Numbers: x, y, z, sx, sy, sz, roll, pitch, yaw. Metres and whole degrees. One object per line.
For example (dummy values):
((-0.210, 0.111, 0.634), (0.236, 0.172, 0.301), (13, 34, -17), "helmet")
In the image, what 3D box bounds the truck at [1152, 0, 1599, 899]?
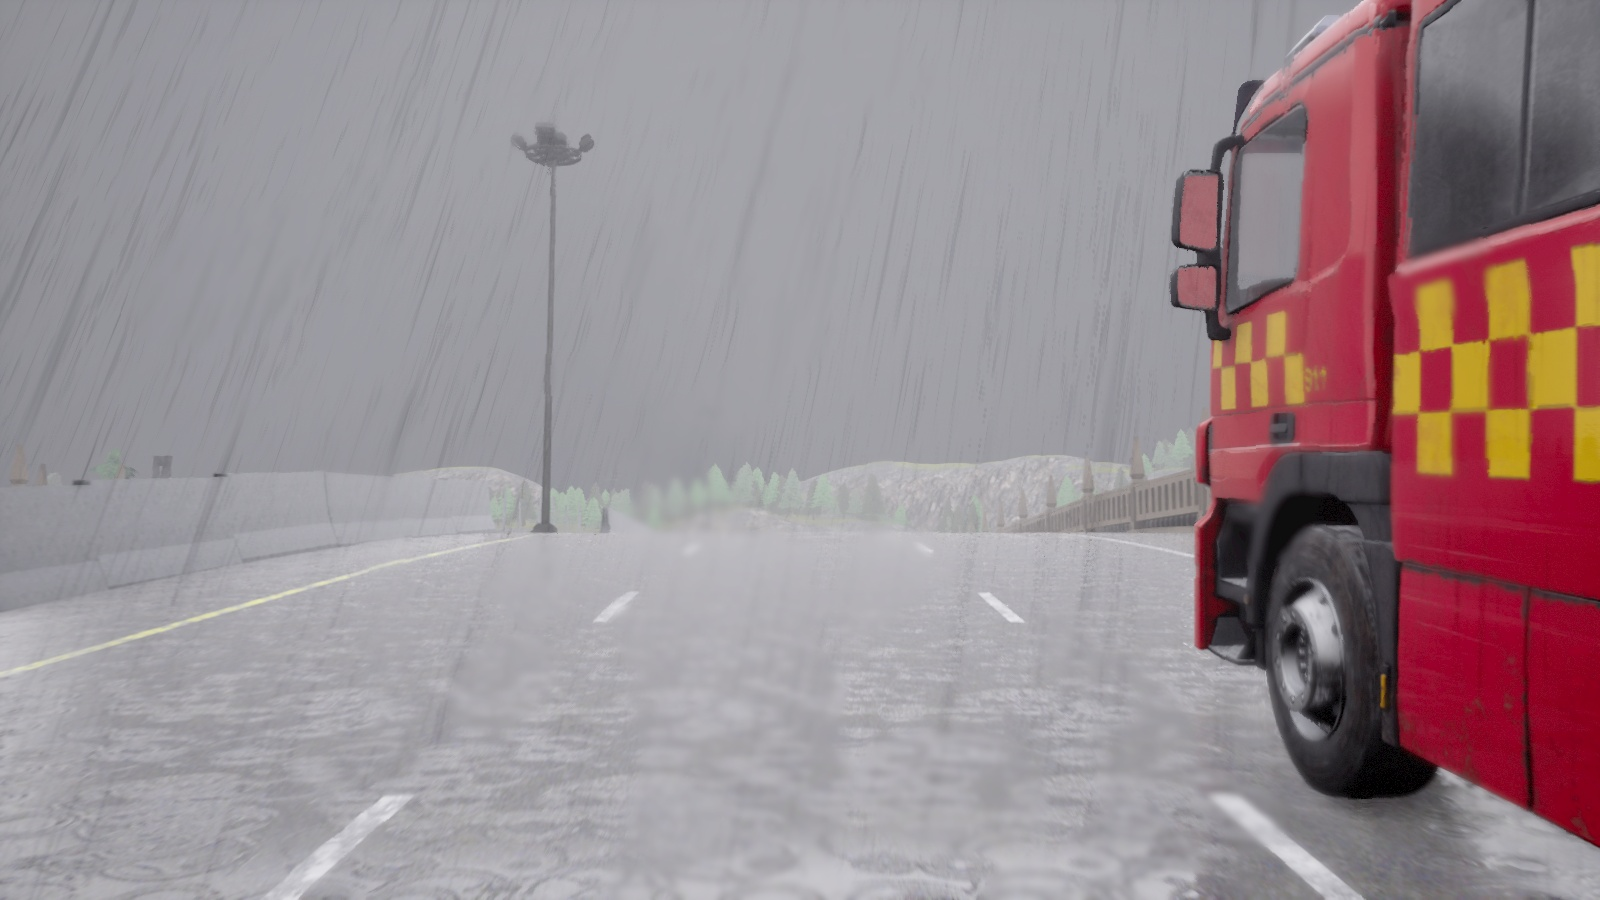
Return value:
((3.535, -0.414, 3.291), (2.891, 3.827, 8.468), (0, 0, 0), "truck")
